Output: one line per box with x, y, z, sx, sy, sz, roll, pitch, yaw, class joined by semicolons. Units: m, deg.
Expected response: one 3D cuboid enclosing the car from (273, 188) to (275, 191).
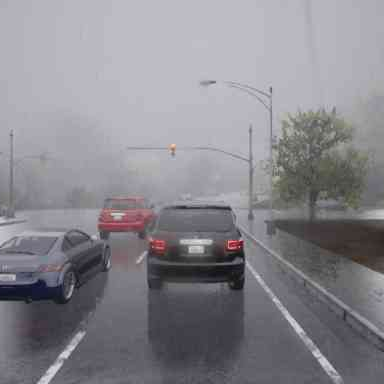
23.244;-0.477;92.014;2.033;1.411;5.357;0;3;38;car

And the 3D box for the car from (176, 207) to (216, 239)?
0.249;1.605;18.461;1.994;1.385;4.181;0;0;2;car

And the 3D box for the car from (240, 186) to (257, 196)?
13.966;0.093;84.502;2.097;1.767;4.553;0;3;33;car

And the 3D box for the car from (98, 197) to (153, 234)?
-3.282;1.260;17.632;2.150;2.045;5.566;0;0;1;car

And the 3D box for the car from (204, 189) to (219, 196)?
4.859;0.334;82.666;2.150;2.045;5.566;0;3;28;car

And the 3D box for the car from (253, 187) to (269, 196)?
17.535;0.264;83.629;1.895;1.301;4.718;0;3;33;car

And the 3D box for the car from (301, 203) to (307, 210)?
16.084;1.549;41.070;4.902;1.511;2.128;-1;0;3;car

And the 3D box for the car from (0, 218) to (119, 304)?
-3.405;1.574;8.230;1.994;1.385;4.181;0;0;2;car

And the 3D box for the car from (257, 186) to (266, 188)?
19.646;-0.763;93.035;2.150;2.045;5.566;0;3;38;car

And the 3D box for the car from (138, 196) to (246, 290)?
0.103;1.234;9.233;2.150;2.045;5.566;0;0;0;car

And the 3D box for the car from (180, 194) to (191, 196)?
-1.545;1.194;68.718;2.097;1.767;4.553;0;2;21;car

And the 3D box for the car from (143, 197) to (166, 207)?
-6.005;1.627;54.425;2.128;1.511;4.902;0;0;14;car

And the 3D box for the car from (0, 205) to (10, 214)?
-22.427;1.741;36.059;4.902;1.511;2.128;-1;0;2;car

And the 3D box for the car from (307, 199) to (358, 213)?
15.977;1.646;37.570;4.718;1.301;1.895;-1;0;3;car
